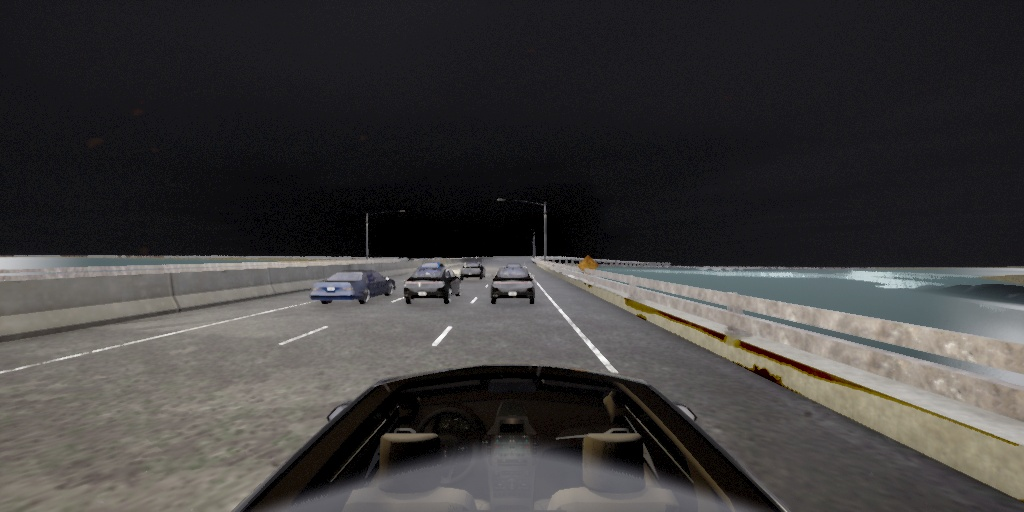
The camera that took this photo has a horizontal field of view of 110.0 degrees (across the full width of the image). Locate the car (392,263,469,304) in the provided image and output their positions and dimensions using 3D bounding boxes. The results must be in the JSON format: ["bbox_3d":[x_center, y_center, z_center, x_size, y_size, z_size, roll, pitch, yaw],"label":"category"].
[{"bbox_3d":[-3.460,1.249,16.298,2.128,1.511,4.902,0,0,0],"label":"car"}]

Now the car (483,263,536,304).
[{"bbox_3d":[0.039,1.249,16.279,2.128,1.511,4.902,0,0,0],"label":"car"}]

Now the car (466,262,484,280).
[{"bbox_3d":[-3.340,1.251,31.252,2.128,1.511,4.902,0,0,1],"label":"car"}]

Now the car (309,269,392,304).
[{"bbox_3d":[-6.961,1.318,16.316,2.033,1.411,5.357,0,0,0],"label":"car"}]

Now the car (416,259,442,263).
[{"bbox_3d":[-6.840,1.241,31.288,1.882,1.535,5.008,0,0,1],"label":"car"}]

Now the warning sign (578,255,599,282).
[{"bbox_3d":[4.623,0.869,21.680,1.300,1.860,1.060,0,0,0],"label":"warning sign"}]

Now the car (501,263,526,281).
[{"bbox_3d":[0.160,1.328,31.214,1.994,1.385,4.181,0,0,1],"label":"car"}]
